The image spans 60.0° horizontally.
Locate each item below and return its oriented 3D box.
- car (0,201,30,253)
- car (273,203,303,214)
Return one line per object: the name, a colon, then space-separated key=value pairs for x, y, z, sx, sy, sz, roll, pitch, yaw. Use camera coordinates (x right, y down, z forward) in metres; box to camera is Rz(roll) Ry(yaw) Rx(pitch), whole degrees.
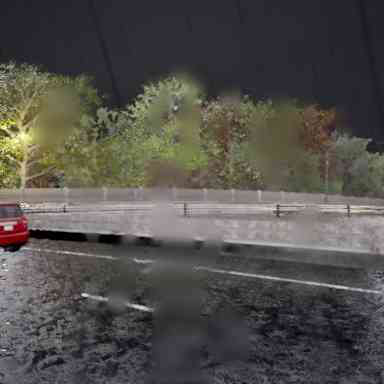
car: x=-8.895 y=1.394 z=13.110 sx=5.566 sy=2.045 sz=2.150 roll=-1 pitch=0 yaw=28
car: x=12.112 y=2.128 z=42.288 sx=4.181 sy=1.385 sz=1.994 roll=2 pitch=-1 yaw=-25
